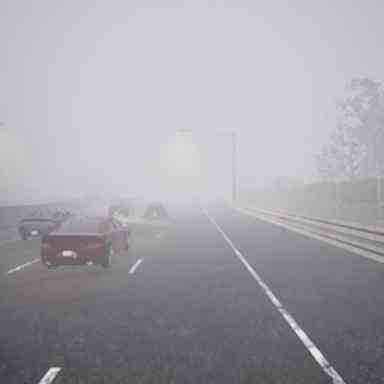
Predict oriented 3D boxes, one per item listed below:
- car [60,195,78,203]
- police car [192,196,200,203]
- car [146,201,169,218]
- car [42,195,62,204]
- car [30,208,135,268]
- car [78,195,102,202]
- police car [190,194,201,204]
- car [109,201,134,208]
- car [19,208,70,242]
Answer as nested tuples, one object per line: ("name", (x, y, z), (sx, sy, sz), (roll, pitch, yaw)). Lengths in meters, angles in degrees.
("car", (-21.045, 1.816, 58.827), (1.837, 1.490, 4.892), (0, 0, 1))
("police car", (1.029, 1.886, 85.517), (1.930, 1.638, 5.238), (0, 0, 0))
("car", (-3.408, 1.679, 32.868), (1.837, 1.490, 4.892), (0, 0, 0))
("car", (-24.529, 1.534, 58.980), (2.150, 2.045, 5.566), (0, 0, 0))
("car", (-3.405, 1.539, 11.575), (1.882, 1.535, 5.008), (0, 0, 0))
("car", (-17.547, 1.533, 58.567), (2.150, 2.045, 5.566), (0, 0, 1))
("police car", (1.031, 1.830, 75.516), (1.930, 1.638, 5.238), (0, 0, 0))
("car", (-6.908, 1.679, 32.901), (1.837, 1.490, 4.892), (0, 0, 0))
("car", (-6.904, 1.582, 16.987), (2.128, 1.511, 4.902), (0, 0, 0))
